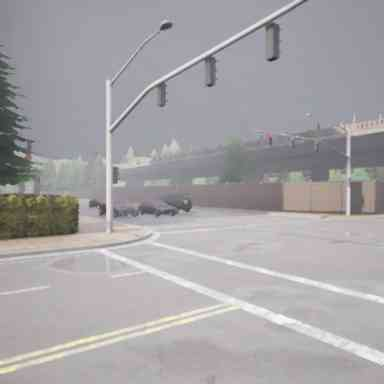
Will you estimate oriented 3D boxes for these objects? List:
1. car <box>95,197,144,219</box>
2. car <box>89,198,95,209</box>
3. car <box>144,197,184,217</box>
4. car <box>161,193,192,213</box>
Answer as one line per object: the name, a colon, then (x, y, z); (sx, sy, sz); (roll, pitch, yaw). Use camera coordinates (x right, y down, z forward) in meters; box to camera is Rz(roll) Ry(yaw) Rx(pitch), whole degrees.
car: (-6.338, 1.290, 28.754); (2.097, 1.767, 4.553); (0, 0, -35)
car: (-11.568, 1.426, 42.179); (2.128, 1.511, 4.902); (0, 0, -35)
car: (-3.334, 1.484, 30.567); (2.033, 1.411, 5.357); (0, 0, -35)
car: (-2.190, 1.155, 35.376); (2.150, 2.045, 5.566); (0, 0, -36)
